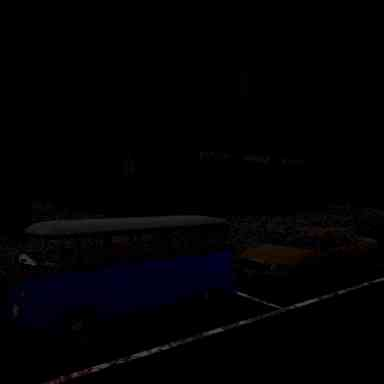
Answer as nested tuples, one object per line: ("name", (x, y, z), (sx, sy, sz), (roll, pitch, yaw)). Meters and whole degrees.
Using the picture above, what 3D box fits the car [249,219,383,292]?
("car", (3.216, 1.525, 8.927), (4.829, 1.417, 1.752), (0, 0, -35))

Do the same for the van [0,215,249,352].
("van", (-1.079, 1.341, 5.877), (3.998, 1.788, 1.690), (0, 0, -35))
